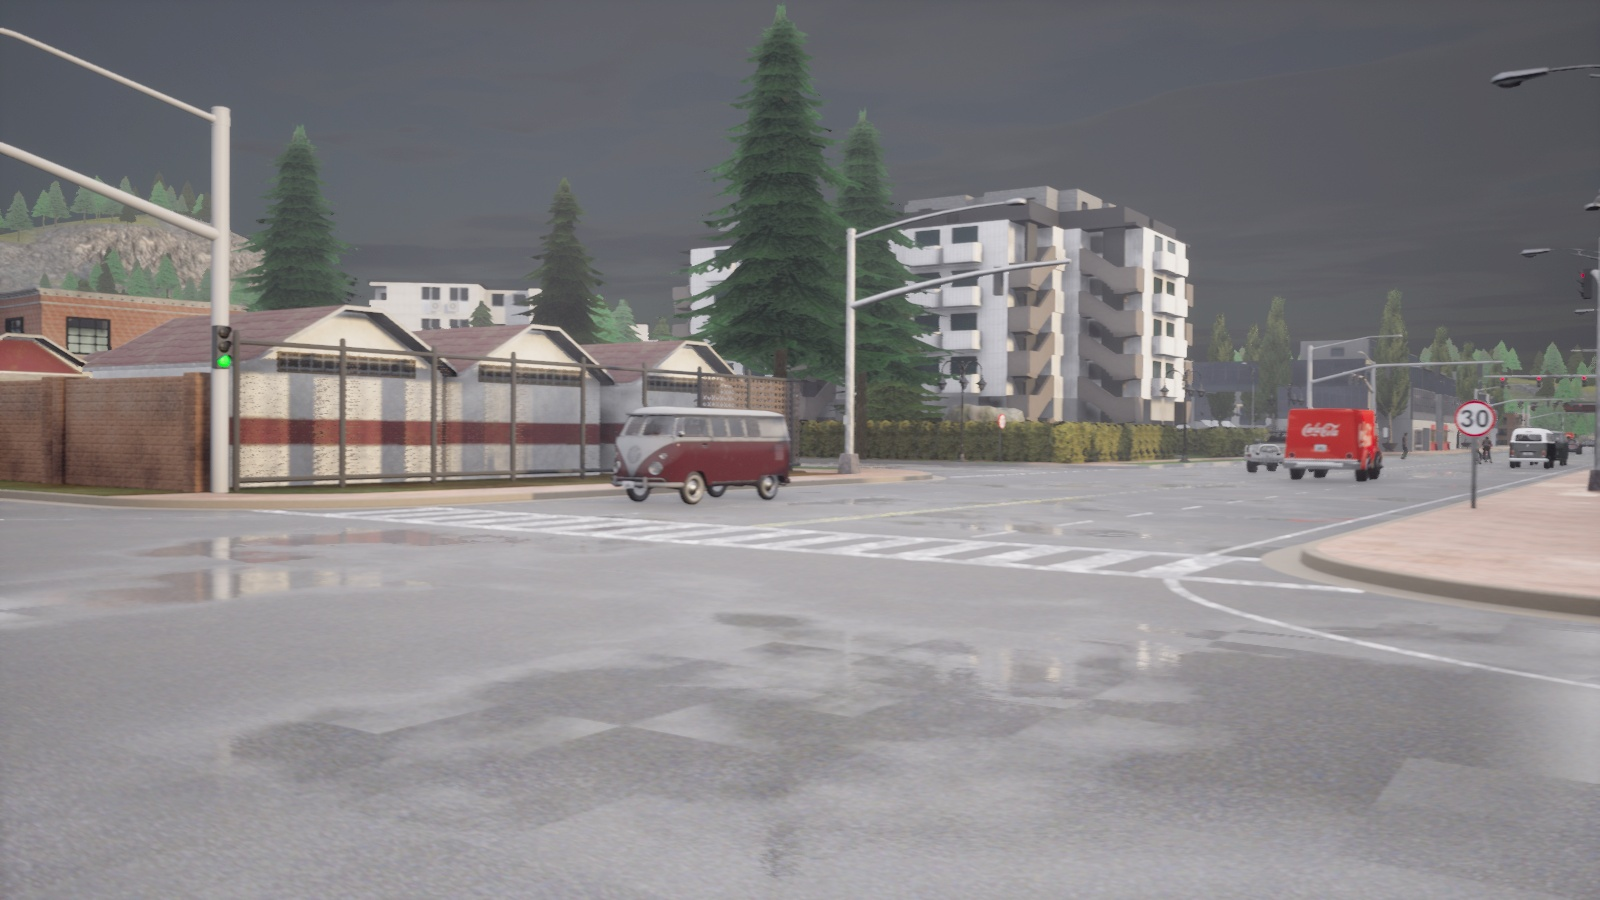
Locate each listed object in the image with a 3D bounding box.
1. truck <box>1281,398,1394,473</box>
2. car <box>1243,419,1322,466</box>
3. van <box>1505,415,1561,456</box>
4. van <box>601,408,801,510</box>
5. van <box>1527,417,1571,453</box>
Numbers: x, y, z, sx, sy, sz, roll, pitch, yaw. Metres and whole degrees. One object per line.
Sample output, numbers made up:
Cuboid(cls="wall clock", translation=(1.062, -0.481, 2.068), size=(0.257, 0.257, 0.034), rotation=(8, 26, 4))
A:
Cuboid(cls="truck", translation=(18.956, -0.532, 44.144), size=(2.627, 2.467, 5.204), rotation=(0, 1, 35))
Cuboid(cls="car", translation=(19.759, -0.335, 51.321), size=(1.932, 1.855, 4.605), rotation=(0, 1, 35))
Cuboid(cls="van", translation=(37.495, -0.762, 64.210), size=(2.069, 2.038, 4.480), rotation=(0, 1, 35))
Cuboid(cls="van", translation=(-2.007, 0.132, 26.710), size=(1.775, 1.987, 4.442), rotation=(0, 1, 35))
Cuboid(cls="van", translation=(42.593, -0.876, 71.389), size=(1.775, 1.987, 4.442), rotation=(0, 1, 35))
